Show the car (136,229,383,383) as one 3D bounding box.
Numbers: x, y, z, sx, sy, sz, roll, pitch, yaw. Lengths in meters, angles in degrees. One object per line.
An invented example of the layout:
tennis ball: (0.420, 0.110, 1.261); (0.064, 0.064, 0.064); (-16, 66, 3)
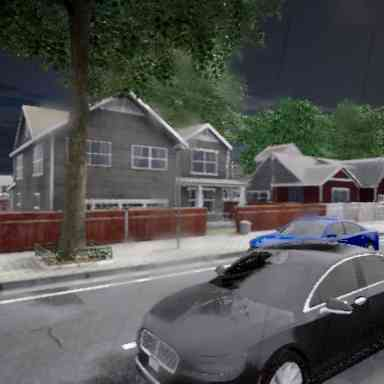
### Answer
car: (1.592, 1.541, 4.809); (4.892, 1.490, 1.837); (1, -1, -35)

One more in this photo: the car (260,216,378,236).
car: (3.925, 1.546, 10.448); (5.008, 1.535, 1.882); (1, 0, -35)
